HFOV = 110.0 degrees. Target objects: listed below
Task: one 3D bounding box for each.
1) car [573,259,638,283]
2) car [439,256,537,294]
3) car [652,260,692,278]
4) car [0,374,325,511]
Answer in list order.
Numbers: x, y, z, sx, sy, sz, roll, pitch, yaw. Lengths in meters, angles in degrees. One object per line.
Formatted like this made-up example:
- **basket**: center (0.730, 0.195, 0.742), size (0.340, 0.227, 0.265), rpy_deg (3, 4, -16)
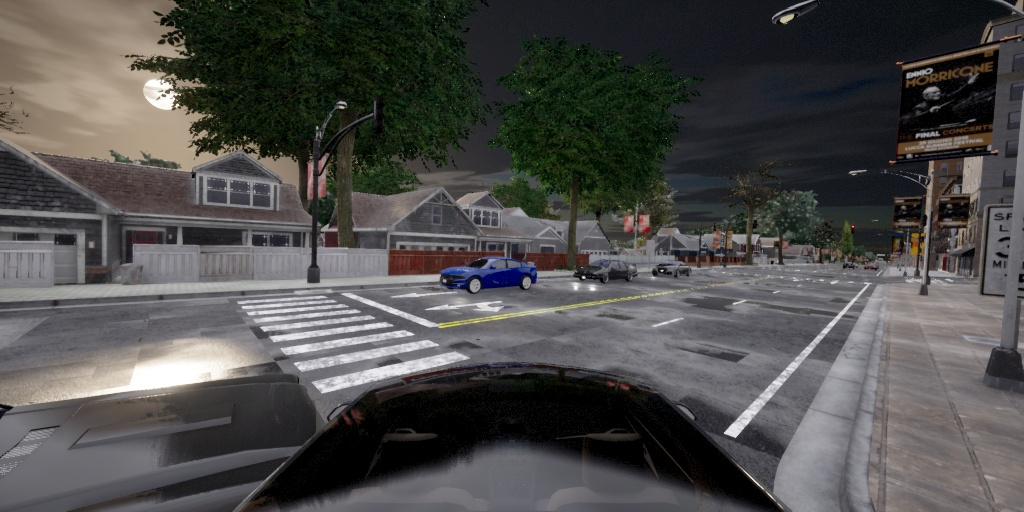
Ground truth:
- **car**: center (6.269, 0.928, 23.422), size (5.357, 1.411, 2.033), rpy_deg (1, 2, -43)
- **car**: center (-0.966, 0.781, 16.575), size (5.008, 1.535, 1.882), rpy_deg (1, 2, -43)
- **car**: center (13.536, 1.026, 30.271), size (4.181, 1.385, 1.994), rpy_deg (1, 2, -44)
- **car**: center (-3.317, 1.274, 1.413), size (4.718, 1.301, 1.895), rpy_deg (1, 2, -33)
